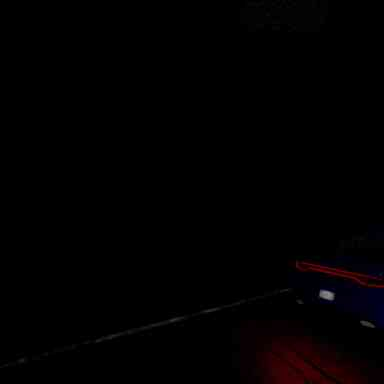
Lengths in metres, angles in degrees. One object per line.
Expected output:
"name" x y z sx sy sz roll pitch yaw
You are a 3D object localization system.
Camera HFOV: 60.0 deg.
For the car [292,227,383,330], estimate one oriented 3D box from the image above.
"car" 4.129 1.434 6.569 5.008 1.535 1.882 0 0 -35
